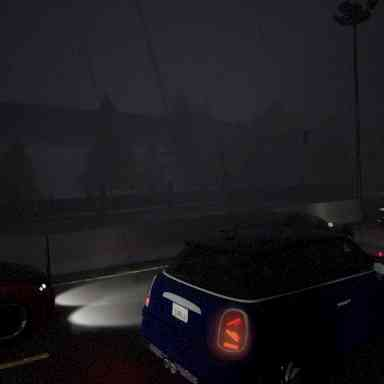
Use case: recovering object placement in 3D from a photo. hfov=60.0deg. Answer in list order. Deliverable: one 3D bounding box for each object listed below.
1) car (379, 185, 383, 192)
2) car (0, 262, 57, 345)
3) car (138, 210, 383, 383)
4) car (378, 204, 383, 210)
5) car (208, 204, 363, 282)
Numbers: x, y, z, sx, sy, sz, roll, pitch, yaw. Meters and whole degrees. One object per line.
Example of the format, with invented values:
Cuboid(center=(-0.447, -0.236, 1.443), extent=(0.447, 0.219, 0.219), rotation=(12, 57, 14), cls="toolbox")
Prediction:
Cuboid(center=(27.683, -0.719, 45.681), extent=(4.718, 1.301, 1.895), rotation=(-4, 2, -36), cls="car")
Cuboid(center=(-4.303, 1.565, 4.983), extent=(4.181, 1.385, 1.994), rotation=(0, 0, -35), cls="car")
Cuboid(center=(1.592, 1.313, 4.915), extent=(4.553, 1.767, 2.097), rotation=(-1, 1, -36), cls="car")
Cuboid(center=(10.690, 0.864, 15.825), extent=(4.902, 1.511, 2.128), rotation=(-4, 2, -36), cls="car")
Cuboid(center=(3.068, 1.321, 10.303), extent=(5.008, 1.535, 1.882), rotation=(-3, 1, -36), cls="car")
